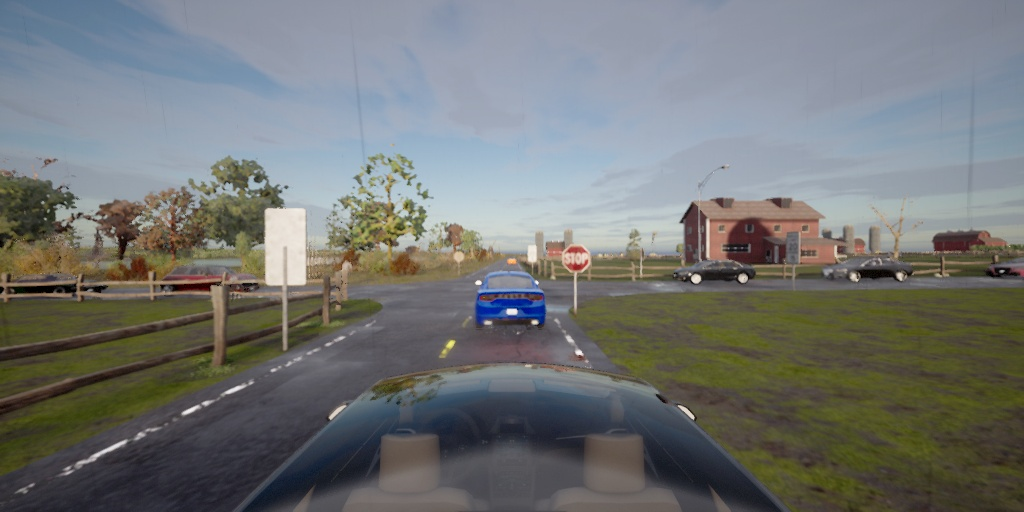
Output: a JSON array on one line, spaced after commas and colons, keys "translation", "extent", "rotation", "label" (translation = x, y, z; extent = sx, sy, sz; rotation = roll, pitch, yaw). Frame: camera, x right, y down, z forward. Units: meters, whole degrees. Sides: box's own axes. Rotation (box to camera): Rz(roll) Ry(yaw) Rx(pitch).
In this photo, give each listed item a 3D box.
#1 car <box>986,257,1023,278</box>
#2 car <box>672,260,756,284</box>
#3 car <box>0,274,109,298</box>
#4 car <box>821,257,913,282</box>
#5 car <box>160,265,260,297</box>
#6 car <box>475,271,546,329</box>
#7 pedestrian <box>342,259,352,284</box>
[{"translation": [33.447, 0.759, 23.026], "extent": [4.181, 1.385, 1.994], "rotation": [-1, 1, 0], "label": "car"}, {"translation": [13.001, 1.002, 23.228], "extent": [4.892, 1.490, 1.837], "rotation": [-1, 1, 2], "label": "car"}, {"translation": [-26.368, 1.680, 20.638], "extent": [4.718, 1.301, 1.895], "rotation": [-1, 1, 1], "label": "car"}, {"translation": [22.754, 0.846, 23.112], "extent": [4.902, 1.511, 2.128], "rotation": [-1, 1, 0], "label": "car"}, {"translation": [-17.086, 1.303, 20.491], "extent": [4.553, 1.767, 2.097], "rotation": [-1, 1, 1], "label": "car"}, {"translation": [-0.130, 1.212, 11.264], "extent": [1.882, 1.535, 5.008], "rotation": [0, 0, -3], "label": "car"}, {"translation": [-12.160, 1.127, 26.407], "extent": [0.375, 1.860, 0.375], "rotation": [0, 1, 0], "label": "pedestrian"}]
